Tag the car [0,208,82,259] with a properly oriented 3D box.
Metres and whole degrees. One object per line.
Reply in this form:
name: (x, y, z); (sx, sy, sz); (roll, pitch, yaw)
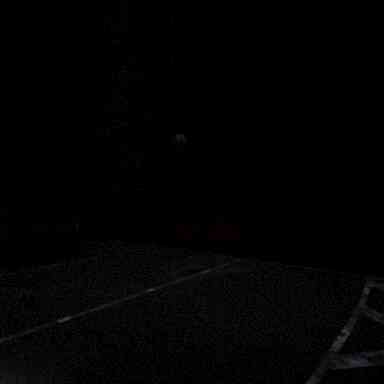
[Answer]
car: (-5.793, 1.390, 11.118); (1.851, 1.617, 3.988); (1, 0, 35)
